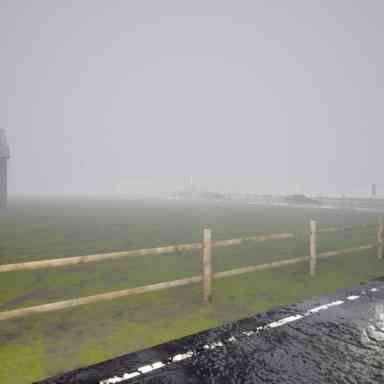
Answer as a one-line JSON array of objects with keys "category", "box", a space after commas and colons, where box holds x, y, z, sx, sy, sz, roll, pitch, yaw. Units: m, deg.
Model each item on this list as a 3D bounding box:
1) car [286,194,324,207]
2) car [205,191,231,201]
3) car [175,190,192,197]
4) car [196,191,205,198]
[{"category": "car", "box": [14.439, 1.008, 42.781, 1.882, 1.535, 5.008, 0, 1, -36]}, {"category": "car", "box": [4.654, 0.791, 56.522, 1.994, 1.385, 4.181, 0, 1, -35]}, {"category": "car", "box": [-1.836, 0.362, 71.785, 1.837, 1.490, 4.892, 0, 1, -36]}, {"category": "car", "box": [2.729, 0.597, 65.443, 1.837, 1.490, 4.892, 0, 1, -35]}]
